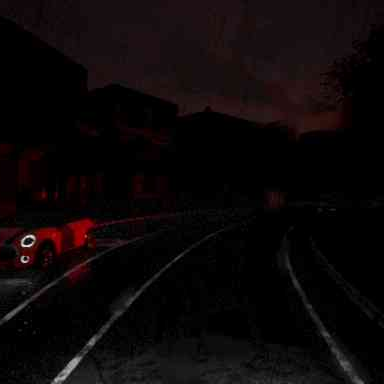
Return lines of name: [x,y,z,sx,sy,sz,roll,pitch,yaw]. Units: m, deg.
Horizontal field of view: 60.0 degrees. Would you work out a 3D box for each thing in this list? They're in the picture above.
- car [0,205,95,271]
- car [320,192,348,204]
car: [-4.893,1.277,10.720,2.097,1.767,4.553,0,0,6]
car: [19.429,0.767,45.530,5.008,1.535,1.882,-2,1,-39]
